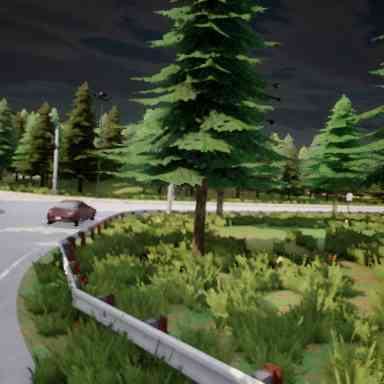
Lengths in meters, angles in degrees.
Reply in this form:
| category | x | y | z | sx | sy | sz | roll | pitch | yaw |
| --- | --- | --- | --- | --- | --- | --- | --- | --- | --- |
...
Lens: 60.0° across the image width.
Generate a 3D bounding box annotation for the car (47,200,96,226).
| category | x | y | z | sx | sy | sz | roll | pitch | yaw |
| --- | --- | --- | --- | --- | --- | --- | --- | --- | --- |
| car | -7.561 | 1.240 | 21.152 | 1.812 | 1.442 | 4.674 | 4 | 2 | 0 |
